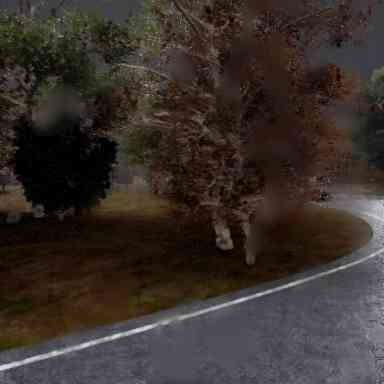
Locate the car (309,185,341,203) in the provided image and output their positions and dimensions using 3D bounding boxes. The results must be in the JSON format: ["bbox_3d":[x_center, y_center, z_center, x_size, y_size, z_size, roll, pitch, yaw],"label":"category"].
[{"bbox_3d":[12.978,0.328,35.318,2.033,1.411,5.357,-4,3,-18],"label":"car"}]

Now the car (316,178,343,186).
[{"bbox_3d":[26.158,-1.658,62.521,4.181,1.385,1.994,-4,3,-20],"label":"car"}]

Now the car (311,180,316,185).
[{"bbox_3d":[25.216,-1.940,65.656,4.553,1.767,2.097,-4,3,-20],"label":"car"}]
